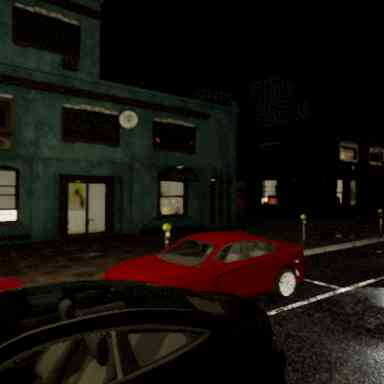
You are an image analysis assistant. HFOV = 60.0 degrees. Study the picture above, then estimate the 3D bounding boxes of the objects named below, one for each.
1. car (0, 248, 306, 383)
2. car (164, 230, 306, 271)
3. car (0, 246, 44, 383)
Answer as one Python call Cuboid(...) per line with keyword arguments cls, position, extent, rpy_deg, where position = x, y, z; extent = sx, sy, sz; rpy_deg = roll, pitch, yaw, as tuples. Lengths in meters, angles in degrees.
Cuboid(cls="car", position=(-1.240, 1.525, 2.485), extent=(4.674, 1.442, 1.812), rpy_deg=(0, 0, -36))
Cuboid(cls="car", position=(0.466, 1.531, 6.879), extent=(4.507, 1.381, 1.887), rpy_deg=(0, 1, -36))
Cuboid(cls="car", position=(-4.077, 1.587, 3.638), extent=(4.206, 1.307, 1.802), rpy_deg=(0, 1, -36))
